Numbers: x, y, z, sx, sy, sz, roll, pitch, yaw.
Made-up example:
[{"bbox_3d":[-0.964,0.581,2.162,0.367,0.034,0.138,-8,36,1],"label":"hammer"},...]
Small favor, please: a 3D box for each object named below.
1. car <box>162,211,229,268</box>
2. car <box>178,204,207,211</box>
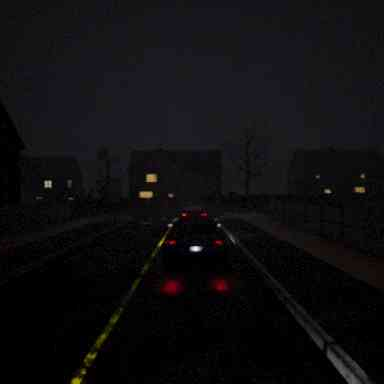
[{"bbox_3d":[0.096,1.565,11.330,1.994,1.385,4.181,0,0,0],"label":"car"},{"bbox_3d":[0.059,1.539,22.461,1.812,1.442,4.674,0,0,-1],"label":"car"}]
